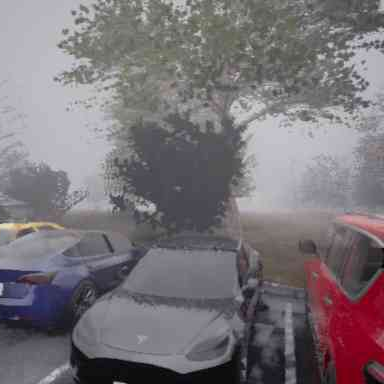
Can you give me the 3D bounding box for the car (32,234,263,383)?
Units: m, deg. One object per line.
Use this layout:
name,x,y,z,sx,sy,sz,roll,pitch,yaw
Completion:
car,0.080,1.520,5.421,2.163,1.488,4.792,0,-1,16

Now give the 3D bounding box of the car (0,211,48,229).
car,-4.799,1.494,8.742,1.946,1.575,5.366,0,-1,16

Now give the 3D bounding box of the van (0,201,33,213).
van,-7.193,1.276,10.550,1.878,1.987,4.442,0,-1,16

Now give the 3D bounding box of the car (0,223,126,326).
car,-2.329,1.525,7.215,2.163,1.488,4.792,0,-1,16

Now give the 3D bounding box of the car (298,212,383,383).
car,2.507,1.236,3.747,2.435,2.045,5.566,0,-1,16
